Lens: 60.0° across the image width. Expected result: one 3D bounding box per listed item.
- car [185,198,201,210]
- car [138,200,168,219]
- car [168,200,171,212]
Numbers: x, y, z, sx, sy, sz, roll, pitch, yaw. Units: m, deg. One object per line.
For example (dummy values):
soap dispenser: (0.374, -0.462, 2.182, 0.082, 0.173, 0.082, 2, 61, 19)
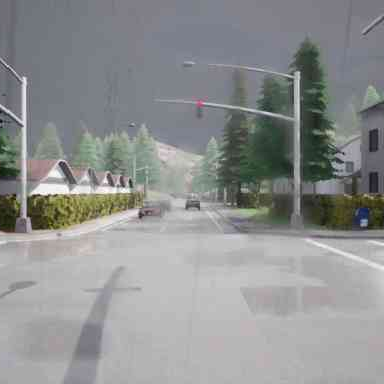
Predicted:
car: (0.109, 1.516, 43.325, 1.837, 1.490, 4.892, 0, 0, 0)
car: (-3.494, 1.572, 29.358, 1.994, 1.385, 4.181, 0, 0, 0)
car: (-3.493, 1.611, 39.353, 1.895, 1.301, 4.718, 0, 0, 0)
